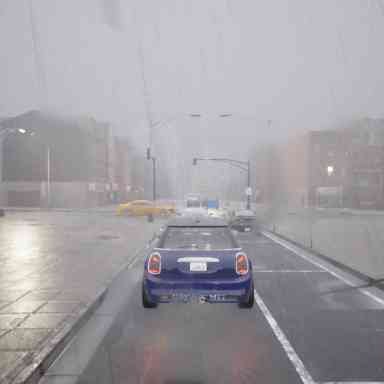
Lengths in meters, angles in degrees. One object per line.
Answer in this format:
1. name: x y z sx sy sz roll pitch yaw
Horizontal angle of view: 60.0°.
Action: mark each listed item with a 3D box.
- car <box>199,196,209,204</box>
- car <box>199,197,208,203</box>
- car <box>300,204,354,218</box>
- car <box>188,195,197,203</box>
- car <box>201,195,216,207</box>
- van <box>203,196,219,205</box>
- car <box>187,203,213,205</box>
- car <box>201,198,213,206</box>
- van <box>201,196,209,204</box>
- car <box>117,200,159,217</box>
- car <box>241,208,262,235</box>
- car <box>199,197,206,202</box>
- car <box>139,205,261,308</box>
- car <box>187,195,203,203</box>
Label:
1. car: 2.767 1.824 76.828 1.967 1.590 4.097 -1 -1 0
2. car: 2.780 1.982 82.117 1.887 1.381 4.507 -1 -1 0
3. car: 13.312 1.826 33.081 4.718 1.301 1.895 1 1 1
4. car: 0.168 1.703 85.900 2.150 2.045 5.566 0 -1 0
5. car: 2.725 1.516 55.669 2.192 1.841 5.009 -1 0 0
6. van: 2.706 1.474 45.087 1.690 1.788 3.998 -1 0 0
7. car: 0.164 1.546 17.878 1.812 1.442 4.674 0 0 1
8. car: 2.740 1.793 60.956 2.008 1.369 4.403 -1 -1 0
9. van: 2.756 1.674 71.539 1.690 1.788 3.998 -1 -1 0
10. car: -4.193 1.509 30.179 5.008 1.535 1.882 1 1 0
11. car: 2.661 1.572 18.128 2.008 1.369 4.403 -1 0 0
12. car: 2.800 2.138 92.696 1.802 1.307 4.206 -2 -1 0
13. car: 0.114 1.355 8.058 2.097 1.767 4.553 0 0 0
14. car: 0.211 1.677 53.475 2.128 1.511 4.902 0 0 0
